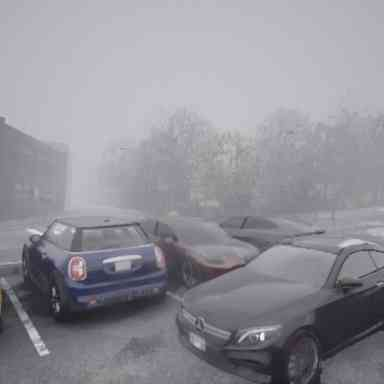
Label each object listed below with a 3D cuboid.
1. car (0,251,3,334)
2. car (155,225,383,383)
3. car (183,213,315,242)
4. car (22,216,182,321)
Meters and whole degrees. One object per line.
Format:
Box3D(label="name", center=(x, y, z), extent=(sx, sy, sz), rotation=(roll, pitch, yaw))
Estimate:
Box3D(label="car", center=(-4.740, 1.485, 6.073), extent=(2.097, 1.535, 5.008), rotation=(0, 0, -35))
Box3D(label="car", center=(1.956, 1.479, 5.273), extent=(4.674, 1.442, 1.812), rotation=(-1, 0, -36))
Box3D(label="car", center=(2.046, 1.423, 10.937), extent=(2.163, 1.488, 4.792), rotation=(-1, 0, -35))
Box3D(label="car", center=(-2.456, 1.334, 7.655), extent=(2.185, 1.767, 4.553), rotation=(-1, 0, -35))
